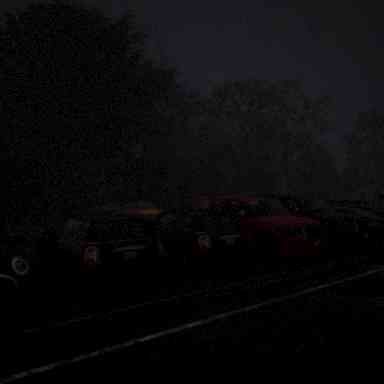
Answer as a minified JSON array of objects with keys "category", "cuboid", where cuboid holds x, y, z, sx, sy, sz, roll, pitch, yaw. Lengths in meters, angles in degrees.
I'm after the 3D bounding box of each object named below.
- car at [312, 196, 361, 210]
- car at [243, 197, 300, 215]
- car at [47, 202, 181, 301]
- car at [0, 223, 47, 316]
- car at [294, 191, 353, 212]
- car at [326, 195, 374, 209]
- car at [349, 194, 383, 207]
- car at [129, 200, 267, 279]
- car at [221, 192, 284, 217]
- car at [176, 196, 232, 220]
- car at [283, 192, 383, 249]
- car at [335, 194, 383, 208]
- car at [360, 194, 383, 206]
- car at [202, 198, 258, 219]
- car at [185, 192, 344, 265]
[{"category":"car","cuboid":[16.688,1.215,38.555,2.163,1.488,4.792,-1,0,-36]},{"category":"car","cuboid":[7.564,1.281,32.228,1.946,1.575,5.366,-1,0,-36]},{"category":"car","cuboid":[-2.514,1.327,8.680,2.185,1.767,4.553,-1,0,-36]},{"category":"car","cuboid":[-4.831,1.349,7.101,2.185,1.767,4.553,-1,0,-36]},{"category":"car","cuboid":[14.462,0.963,36.894,2.435,2.045,5.566,-1,0,-36]},{"category":"car","cuboid":[18.986,1.186,40.126,2.163,1.488,4.792,-1,0,-36]},{"category":"car","cuboid":[23.486,1.079,43.372,2.097,1.535,5.008,-1,1,-36]},{"category":"car","cuboid":[-0.234,1.305,10.311,2.185,1.767,4.553,-1,0,-36]},{"category":"car","cuboid":[5.395,1.054,30.484,2.435,2.045,5.566,-1,0,-36]},{"category":"car","cuboid":[0.877,1.223,27.258,2.185,1.767,4.553,-1,0,-36]},{"category":"car","cuboid":[4.325,1.136,13.572,2.435,2.045,5.566,-1,0,-36]},{"category":"car","cuboid":[21.116,1.115,41.912,1.946,1.575,5.366,-1,1,-36]},{"category":"car","cuboid":[25.746,1.040,44.987,2.231,1.521,4.892,-1,1,-36]},{"category":"car","cuboid":[3.173,1.357,28.825,2.163,1.488,4.792,-1,0,-36]},{"category":"car","cuboid":[2.044,1.158,11.942,2.435,2.045,5.566,-1,0,-36]}]
